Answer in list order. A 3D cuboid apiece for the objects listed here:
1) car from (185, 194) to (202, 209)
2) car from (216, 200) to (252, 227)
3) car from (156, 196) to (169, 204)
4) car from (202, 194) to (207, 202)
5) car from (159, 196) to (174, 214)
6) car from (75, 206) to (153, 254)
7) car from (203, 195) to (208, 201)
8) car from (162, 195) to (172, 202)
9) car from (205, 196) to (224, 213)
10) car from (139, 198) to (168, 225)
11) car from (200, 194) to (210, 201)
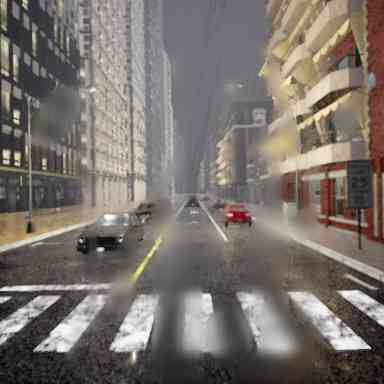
[{"bbox_3d":[0.082,1.402,43.917,1.812,1.442,4.674,-1,0,0],"label":"car"},{"bbox_3d":[2.772,1.448,21.312,1.802,1.307,4.206,-1,0,0],"label":"car"},{"bbox_3d":[-5.564,1.507,62.491,2.008,1.369,4.403,-1,0,0],"label":"car"},{"bbox_3d":[2.828,1.364,68.121,1.802,1.307,4.206,-1,0,0],"label":"car"},{"bbox_3d":[-3.040,1.481,34.193,1.812,1.442,4.674,-1,0,1],"label":"car"},{"bbox_3d":[-3.088,1.544,13.832,2.033,1.411,5.357,-1,0,0],"label":"car"},{"bbox_3d":[2.764,1.381,39.877,2.008,1.369,4.403,-1,0,0],"label":"car"},{"bbox_3d":[-5.539,1.484,73.788,1.887,1.381,4.507,-1,0,0],"label":"car"},{"bbox_3d":[2.750,1.392,34.229,2.008,1.369,4.403,-1,0,0],"label":"car"},{"bbox_3d":[-3.063,1.480,23.947,1.837,1.490,4.892,-1,0,0],"label":"car"},{"bbox_3d":[2.838,1.215,73.769,1.967,1.590,4.097,-1,0,0],"label":"car"}]
